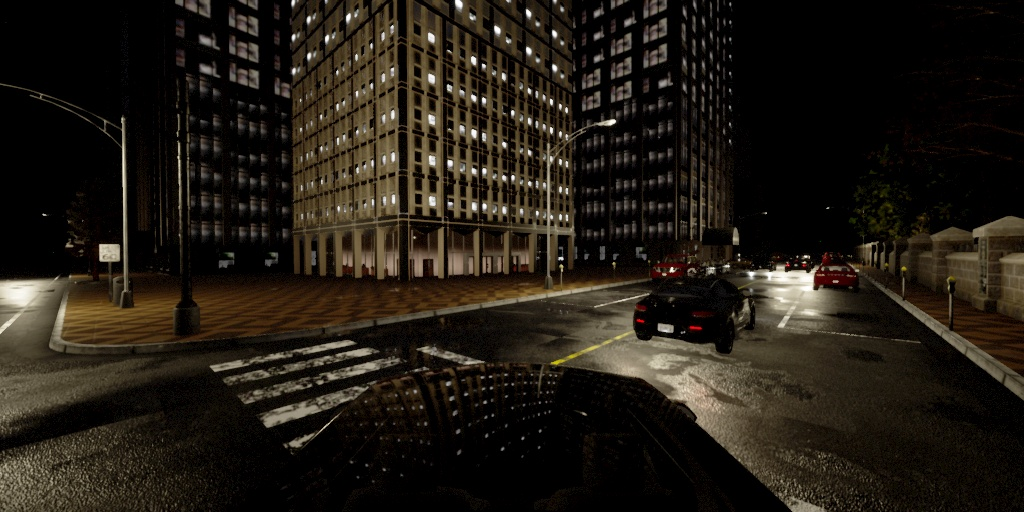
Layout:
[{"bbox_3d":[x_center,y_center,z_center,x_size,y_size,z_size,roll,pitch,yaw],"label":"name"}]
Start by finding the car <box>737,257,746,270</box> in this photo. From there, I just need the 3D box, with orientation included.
[{"bbox_3d":[25.685,0.792,40.504,1.751,1.417,4.829,0,0,42],"label":"car"}]

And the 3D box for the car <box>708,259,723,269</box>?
[{"bbox_3d":[14.787,0.991,28.233,2.007,1.370,4.403,0,0,42],"label":"car"}]

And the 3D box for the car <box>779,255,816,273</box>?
[{"bbox_3d":[27.388,0.876,34.307,2.033,1.411,5.357,0,1,42],"label":"car"}]

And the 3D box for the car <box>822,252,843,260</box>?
[{"bbox_3d":[42.702,0.438,47.795,2.192,1.841,5.009,0,0,42],"label":"car"}]

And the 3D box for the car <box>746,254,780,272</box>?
[{"bbox_3d":[25.810,0.813,36.776,1.837,1.490,4.892,0,1,42],"label":"car"}]

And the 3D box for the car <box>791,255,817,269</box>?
[{"bbox_3d":[34.450,0.706,42.301,2.128,1.511,4.902,0,1,42],"label":"car"}]

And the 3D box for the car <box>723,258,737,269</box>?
[{"bbox_3d":[18.458,0.934,32.366,2.007,1.370,4.403,0,0,42],"label":"car"}]

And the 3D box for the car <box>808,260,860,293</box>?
[{"bbox_3d":[17.008,1.075,18.868,1.888,1.381,4.507,0,0,42],"label":"car"}]

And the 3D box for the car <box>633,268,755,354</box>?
[{"bbox_3d":[4.492,1.205,8.634,1.812,1.442,4.674,0,1,42],"label":"car"}]

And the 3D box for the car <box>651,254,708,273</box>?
[{"bbox_3d":[11.116,0.812,24.101,2.192,1.841,5.009,0,0,42],"label":"car"}]
